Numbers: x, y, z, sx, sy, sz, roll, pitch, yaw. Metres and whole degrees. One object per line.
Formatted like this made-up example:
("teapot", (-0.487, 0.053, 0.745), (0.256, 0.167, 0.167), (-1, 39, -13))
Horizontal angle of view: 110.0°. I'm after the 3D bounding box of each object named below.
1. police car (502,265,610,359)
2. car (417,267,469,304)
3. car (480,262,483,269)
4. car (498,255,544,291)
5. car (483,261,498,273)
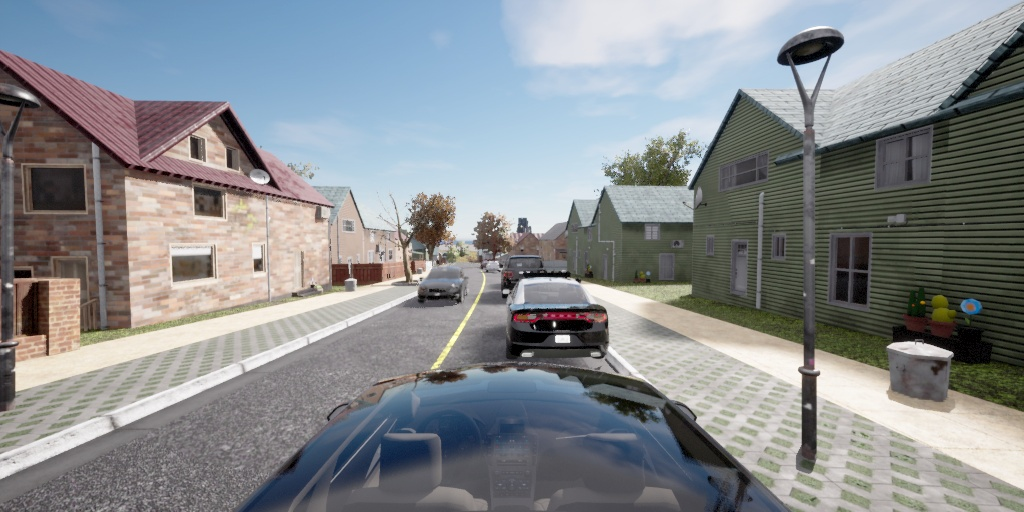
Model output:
("police car", (0.803, 1.174, 8.534), (1.930, 1.638, 5.238), (0, 0, -1))
("car", (-3.042, 1.270, 16.565), (1.837, 1.490, 4.892), (0, 0, -2))
("car", (-4.390, 1.508, 61.472), (1.812, 1.442, 4.674), (0, 0, -9))
("car", (0.529, 0.987, 18.515), (2.150, 2.045, 5.566), (0, 0, -2))
("car", (-2.516, 1.410, 47.592), (1.812, 1.442, 4.674), (0, 0, -6))
